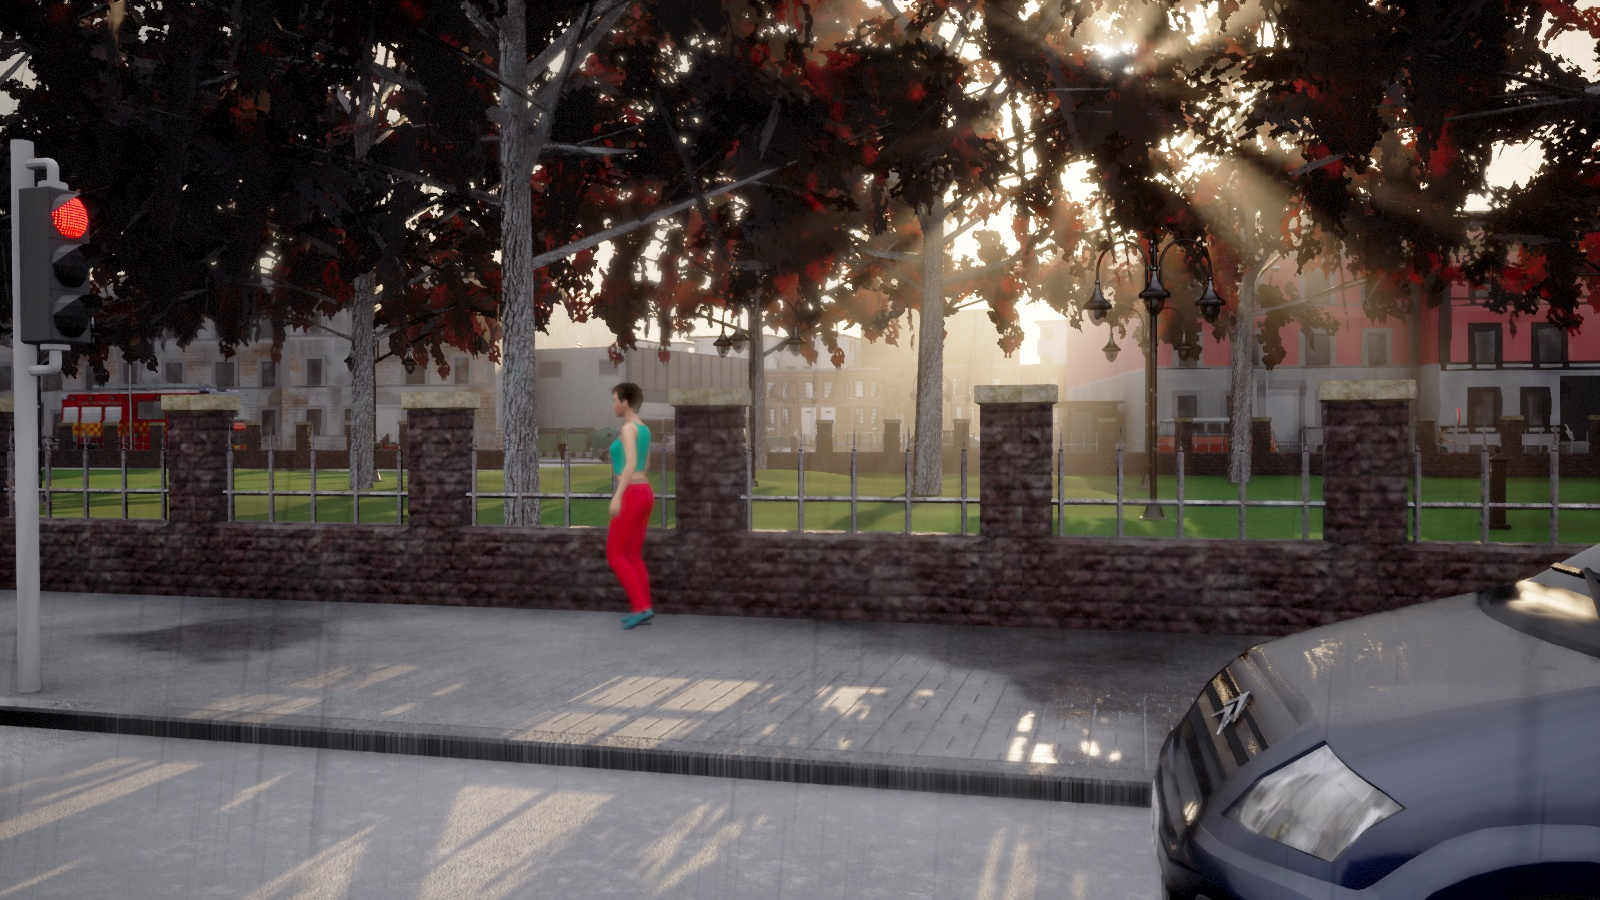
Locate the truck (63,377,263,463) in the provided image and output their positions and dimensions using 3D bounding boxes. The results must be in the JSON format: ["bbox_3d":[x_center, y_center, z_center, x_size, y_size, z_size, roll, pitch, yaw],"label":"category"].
[{"bbox_3d":[-29.541,-1.382,58.278,8.468,3.827,2.891,0,1,15],"label":"truck"}]

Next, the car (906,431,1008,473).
[{"bbox_3d":[6.101,0.045,48.758,3.705,1.549,1.789,1,1,15],"label":"car"}]

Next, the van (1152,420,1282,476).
[{"bbox_3d":[15.309,-0.105,46.287,4.442,1.987,1.775,0,1,15],"label":"van"}]

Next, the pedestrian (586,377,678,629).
[{"bbox_3d":[-1.252,0.381,9.373,0.594,1.836,0.345,0,1,17],"label":"pedestrian"}]

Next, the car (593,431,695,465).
[{"bbox_3d":[-6.996,-0.089,56.411,4.193,1.474,1.816,0,1,15],"label":"car"}]

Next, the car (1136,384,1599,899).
[{"bbox_3d":[2.850,0.691,2.798,3.988,1.617,1.851,0,1,13],"label":"car"}]
